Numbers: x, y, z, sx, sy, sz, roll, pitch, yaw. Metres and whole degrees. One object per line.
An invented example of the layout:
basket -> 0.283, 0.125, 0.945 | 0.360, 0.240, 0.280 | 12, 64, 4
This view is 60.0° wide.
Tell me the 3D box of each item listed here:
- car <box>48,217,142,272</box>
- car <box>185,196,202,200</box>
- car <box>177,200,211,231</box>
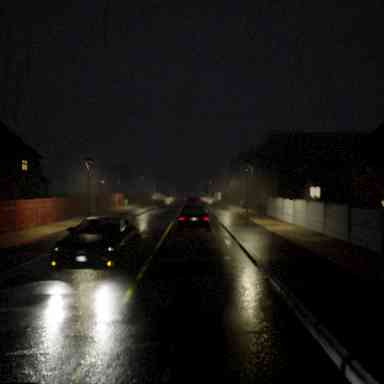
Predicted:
car -> -2.799, 1.490, 10.418 | 1.994, 1.385, 4.181 | 0, 0, 0
car -> 0.149, 1.199, 39.239 | 1.882, 1.535, 5.008 | 0, 0, 0
car -> 0.116, 1.409, 19.439 | 2.033, 1.411, 5.357 | 0, 0, 0
